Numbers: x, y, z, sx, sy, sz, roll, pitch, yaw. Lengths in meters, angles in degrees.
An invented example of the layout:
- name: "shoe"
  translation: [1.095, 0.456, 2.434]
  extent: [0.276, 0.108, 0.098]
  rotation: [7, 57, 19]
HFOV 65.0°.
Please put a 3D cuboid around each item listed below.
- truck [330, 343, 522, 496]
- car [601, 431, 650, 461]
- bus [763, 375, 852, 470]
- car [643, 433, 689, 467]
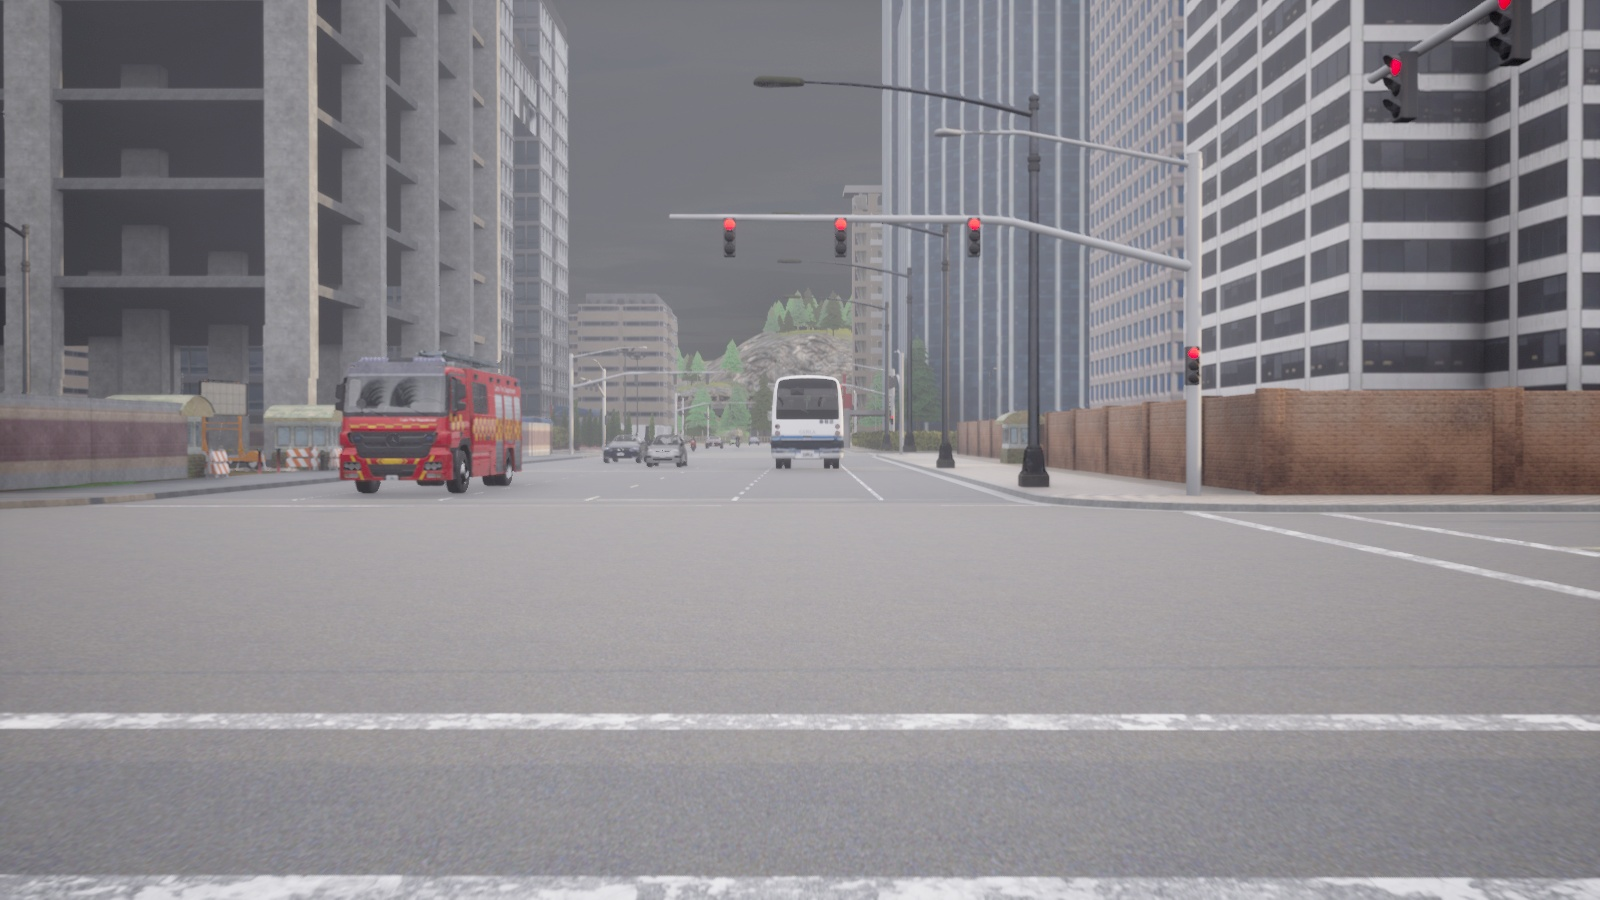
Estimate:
- name: "truck"
  translation: [-10.282, -0.808, 35.635]
  extent: [2.891, 3.827, 8.468]
  rotation: [0, 1, 0]
- name: "car"
  translation: [-10.071, -0.264, 72.856]
  extent: [2.152, 1.651, 5.027]
  rotation: [0, 1, 0]
- name: "bus"
  translation: [0.365, -1.288, 61.401]
  extent: [3.944, 4.253, 10.273]
  rotation: [0, 1, 0]
- name: "car"
  translation: [-6.630, -0.031, 62.498]
  extent: [1.851, 1.617, 3.988]
  rotation: [0, 1, 0]
